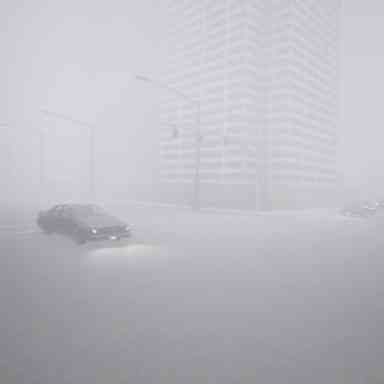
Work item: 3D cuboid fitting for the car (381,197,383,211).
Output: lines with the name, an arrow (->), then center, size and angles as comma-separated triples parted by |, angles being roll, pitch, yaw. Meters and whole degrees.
car -> 22.800, 1.401, 38.454 | 2.097, 1.767, 4.553 | 2, 1, 45

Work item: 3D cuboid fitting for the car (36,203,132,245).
car -> -4.719, 1.199, 13.948 | 5.357, 1.411, 2.033 | 2, 1, 45

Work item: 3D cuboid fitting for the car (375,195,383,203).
car -> 40.510, 1.542, 68.273 | 4.892, 1.490, 1.837 | 2, 1, 44

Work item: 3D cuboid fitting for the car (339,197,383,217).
car -> 15.688, 1.508, 31.203 | 2.033, 1.411, 5.357 | 2, 1, 45
